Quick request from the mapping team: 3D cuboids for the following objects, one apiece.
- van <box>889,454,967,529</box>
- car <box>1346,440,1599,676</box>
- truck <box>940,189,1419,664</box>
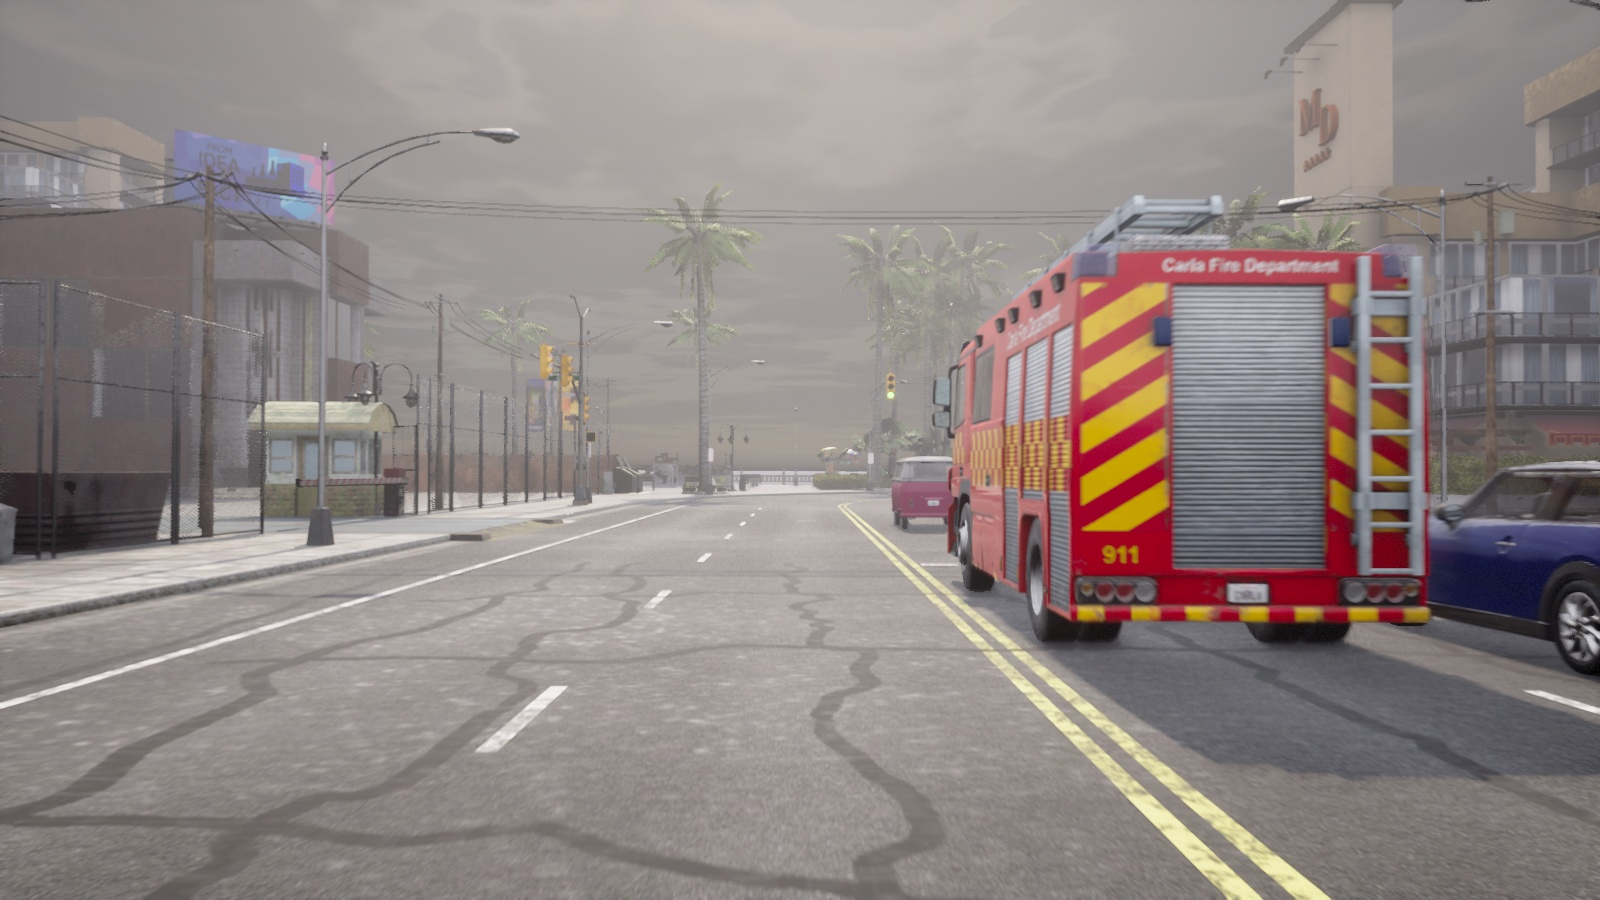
[{"bbox_3d":[3.567,1.150,35.649,1.775,1.987,4.442,0,-1,0],"label":"van"},{"bbox_3d":[7.026,0.836,11.455,2.097,1.767,4.553,0,-1,0],"label":"car"},{"bbox_3d":[3.527,-0.124,14.361,2.891,3.827,8.468,0,-1,0],"label":"truck"}]
